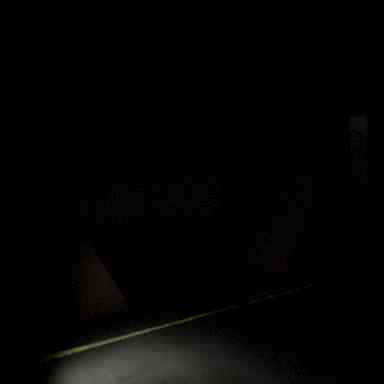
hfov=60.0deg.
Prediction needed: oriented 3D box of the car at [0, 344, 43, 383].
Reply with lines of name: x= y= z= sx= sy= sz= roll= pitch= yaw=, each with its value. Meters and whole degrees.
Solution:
car: x=-3.169 y=1.530 z=1.482 sx=4.674 sy=1.442 sz=1.812 roll=0 pitch=0 yaw=-35
